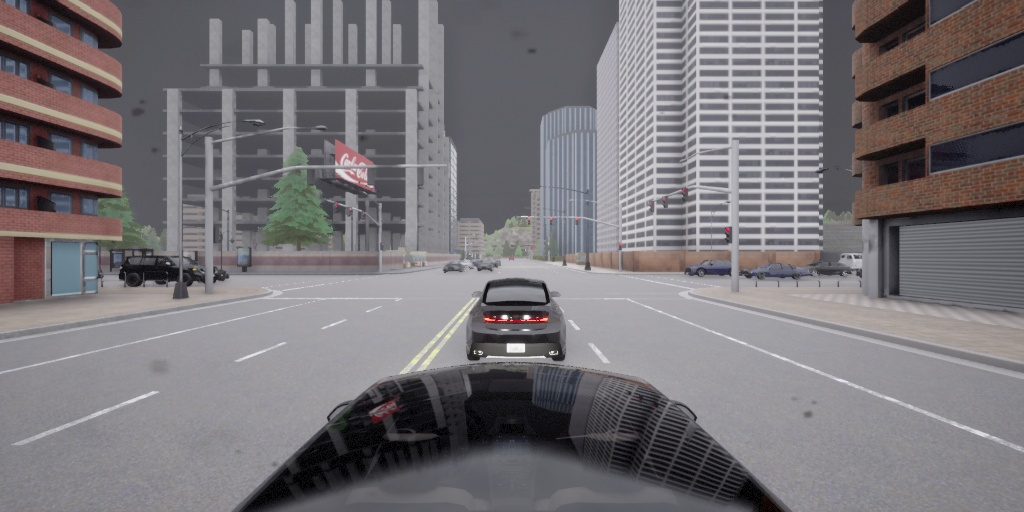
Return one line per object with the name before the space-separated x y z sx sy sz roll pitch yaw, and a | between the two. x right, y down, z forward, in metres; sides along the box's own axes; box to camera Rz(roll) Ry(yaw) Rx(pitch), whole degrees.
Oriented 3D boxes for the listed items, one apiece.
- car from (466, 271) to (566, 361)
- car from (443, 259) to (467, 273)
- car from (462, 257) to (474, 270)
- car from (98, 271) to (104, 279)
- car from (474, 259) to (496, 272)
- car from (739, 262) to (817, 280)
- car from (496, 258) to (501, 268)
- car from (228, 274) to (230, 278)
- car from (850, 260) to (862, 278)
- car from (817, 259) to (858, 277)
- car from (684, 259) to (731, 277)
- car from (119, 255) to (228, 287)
car | 0.095 1.255 8.268 1.837 1.490 4.892 0 0 1
car | -6.889 1.314 42.541 1.994 1.385 4.181 0 0 0
car | -6.831 1.276 53.000 1.812 1.442 4.674 0 0 0
car | -34.871 1.297 27.514 5.357 1.411 2.033 0 0 0
car | -3.374 1.255 45.447 1.837 1.490 4.892 0 0 0
car | 22.812 1.297 31.229 5.357 1.411 2.033 0 0 0
car | -3.289 1.227 59.187 1.882 1.535 5.008 0 0 1
car | -24.285 1.314 27.515 4.181 1.385 1.994 0 0 0
car | 32.724 1.314 31.217 4.181 1.385 1.994 0 0 0
car | 29.924 1.255 34.719 4.892 1.490 1.837 0 0 0
car | 19.222 1.102 34.728 4.553 1.767 2.097 0 0 0
car | -22.808 0.972 24.015 5.566 2.045 2.150 0 0 0
